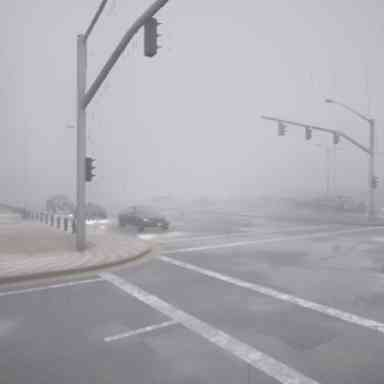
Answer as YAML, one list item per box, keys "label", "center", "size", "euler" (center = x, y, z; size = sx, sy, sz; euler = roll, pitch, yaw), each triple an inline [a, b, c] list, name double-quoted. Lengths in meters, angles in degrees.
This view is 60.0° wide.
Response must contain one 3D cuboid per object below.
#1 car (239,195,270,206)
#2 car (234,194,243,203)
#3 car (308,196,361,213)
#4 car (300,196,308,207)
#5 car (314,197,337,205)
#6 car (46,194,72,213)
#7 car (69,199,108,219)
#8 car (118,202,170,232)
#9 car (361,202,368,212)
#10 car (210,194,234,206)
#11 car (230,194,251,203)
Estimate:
- label: "car"
  center: [10.237, 1.628, 54.432]
  size: [1.970, 1.475, 3.806]
  euler: [0, 0, -35]
- label: "car"
  center: [8.598, 1.649, 71.765]
  size: [1.784, 1.438, 3.905]
  euler: [0, 0, -35]
- label: "car"
  center: [15.714, 1.350, 36.981]
  size: [1.932, 1.855, 4.605]
  euler: [0, 0, -35]
- label: "car"
  center: [23.986, 1.481, 64.258]
  size: [1.932, 1.855, 4.605]
  euler: [0, 0, -35]
- label: "car"
  center: [26.387, 1.708, 65.876]
  size: [1.784, 1.438, 3.905]
  euler: [0, 0, -35]
- label: "car"
  center: [-14.970, 1.285, 37.599]
  size: [2.150, 2.045, 5.566]
  euler: [0, 0, -35]
- label: "car"
  center: [-8.961, 1.625, 29.139]
  size: [1.994, 1.385, 4.181]
  euler: [0, 0, -35]
- label: "car"
  center: [-3.164, 1.584, 21.033]
  size: [1.812, 1.442, 4.674]
  euler: [0, 0, -34]
- label: "car"
  center: [18.109, 1.369, 38.607]
  size: [1.905, 1.878, 3.866]
  euler: [0, 0, -35]
- label: "car"
  center: [6.233, 1.665, 70.095]
  size: [1.970, 1.475, 3.806]
  euler: [0, 0, -35]
- label: "car"
  center: [10.761, 1.454, 73.355]
  size: [1.932, 1.855, 4.605]
  euler: [0, 0, -35]
